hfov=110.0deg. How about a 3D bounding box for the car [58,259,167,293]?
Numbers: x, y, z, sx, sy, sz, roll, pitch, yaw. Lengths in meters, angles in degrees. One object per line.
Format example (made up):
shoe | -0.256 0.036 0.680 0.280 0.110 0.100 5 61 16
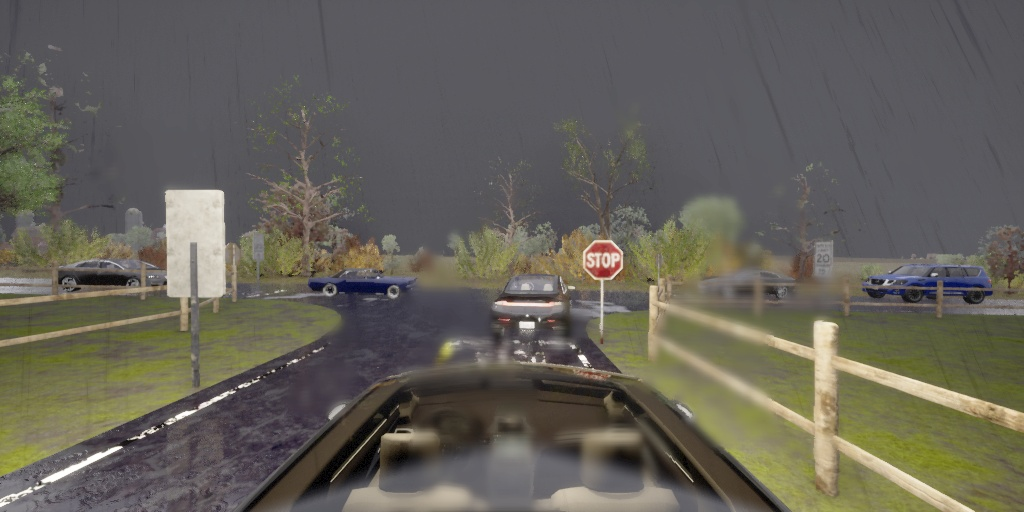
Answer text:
car | -18.483 0.886 16.990 4.902 1.511 2.128 1 1 0

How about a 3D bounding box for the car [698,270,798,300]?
car | 13.012 1.526 19.888 4.902 1.511 2.128 1 1 0

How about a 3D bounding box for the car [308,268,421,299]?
car | -6.815 1.249 16.969 4.718 1.301 1.895 1 1 0

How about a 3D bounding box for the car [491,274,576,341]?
car | 0.710 1.240 9.934 2.128 1.511 4.902 0 0 9

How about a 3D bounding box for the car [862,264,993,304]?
car | 22.907 1.467 19.873 5.566 2.045 2.150 1 1 0
